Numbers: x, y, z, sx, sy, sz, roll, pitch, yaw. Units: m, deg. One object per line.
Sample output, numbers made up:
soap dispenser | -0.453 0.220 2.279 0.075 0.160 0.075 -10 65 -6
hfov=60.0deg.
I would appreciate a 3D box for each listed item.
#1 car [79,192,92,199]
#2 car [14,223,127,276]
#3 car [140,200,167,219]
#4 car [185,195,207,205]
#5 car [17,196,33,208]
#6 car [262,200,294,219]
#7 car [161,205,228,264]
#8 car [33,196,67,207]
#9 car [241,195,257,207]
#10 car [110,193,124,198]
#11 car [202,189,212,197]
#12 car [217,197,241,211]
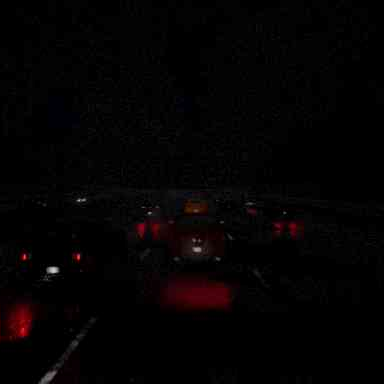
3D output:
car | -23.822 0.704 74.533 2.128 1.511 4.902 0 1 1
car | -3.343 1.591 10.262 1.895 1.301 4.718 0 0 0
car | -3.177 1.380 27.891 2.128 1.511 4.902 0 1 1
car | 0.345 1.345 30.086 1.882 1.535 5.008 0 1 1
car | -20.702 1.254 43.618 2.033 1.411 5.357 0 1 1
car | 7.122 1.382 27.728 2.128 1.511 4.902 0 1 2
car | 0.172 1.463 11.837 1.882 1.535 5.008 0 0 0
car | -17.229 1.228 41.407 2.128 1.511 4.902 0 1 1
car | 7.452 1.198 44.494 1.837 1.490 4.892 0 1 1
car | -13.501 0.961 60.107 2.128 1.511 4.902 0 1 1
car | 4.301 0.530 86.846 2.033 1.411 5.357 0 1 1
car | 3.808 1.274 36.623 1.882 1.535 5.008 0 1 1
